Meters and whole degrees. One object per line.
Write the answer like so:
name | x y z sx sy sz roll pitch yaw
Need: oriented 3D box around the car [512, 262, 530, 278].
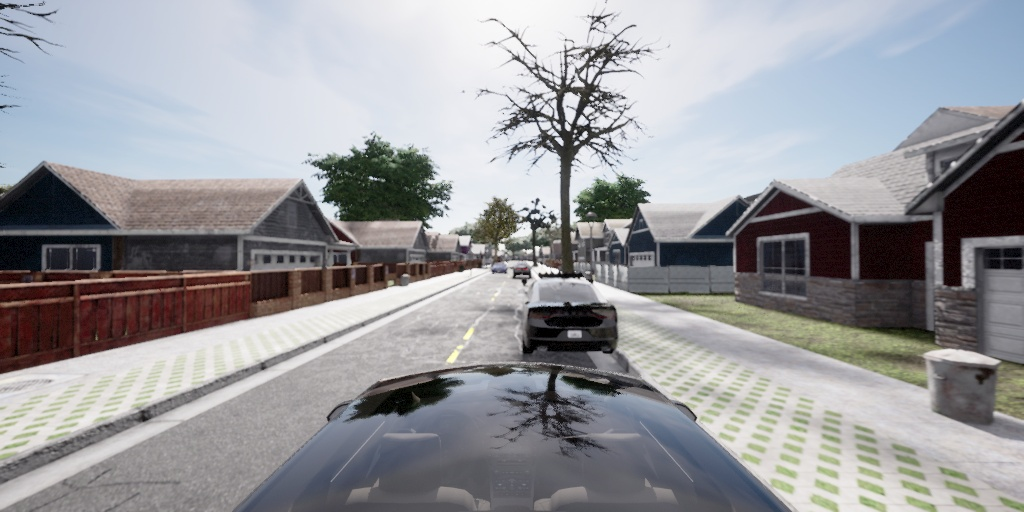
car | 1.044 1.454 36.517 1.837 1.490 4.892 0 0 2

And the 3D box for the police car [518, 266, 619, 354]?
police car | 1.198 1.217 9.032 1.930 1.638 5.238 0 0 2

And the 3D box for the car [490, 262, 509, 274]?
car | -1.544 1.526 45.341 1.812 1.442 4.674 0 0 2
